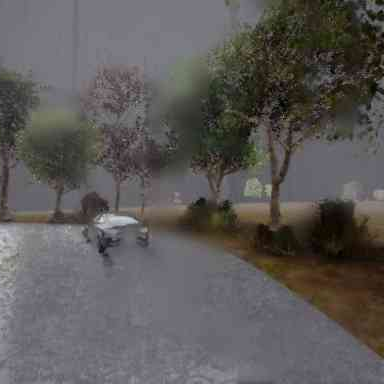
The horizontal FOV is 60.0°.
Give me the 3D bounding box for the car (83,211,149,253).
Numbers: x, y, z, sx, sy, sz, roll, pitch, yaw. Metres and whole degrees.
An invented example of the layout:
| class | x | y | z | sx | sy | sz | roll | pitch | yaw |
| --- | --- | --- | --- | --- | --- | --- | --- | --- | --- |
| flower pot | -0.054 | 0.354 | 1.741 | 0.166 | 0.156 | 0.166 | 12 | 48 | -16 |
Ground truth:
| class | x | y | z | sx | sy | sz | roll | pitch | yaw |
| --- | --- | --- | --- | --- | --- | --- | --- | --- | --- |
| car | -3.184 | 1.516 | 13.668 | 1.812 | 1.442 | 4.674 | 0 | 0 | -26 |
